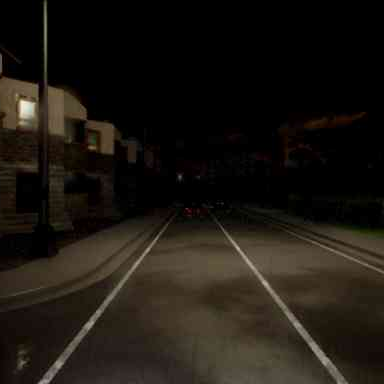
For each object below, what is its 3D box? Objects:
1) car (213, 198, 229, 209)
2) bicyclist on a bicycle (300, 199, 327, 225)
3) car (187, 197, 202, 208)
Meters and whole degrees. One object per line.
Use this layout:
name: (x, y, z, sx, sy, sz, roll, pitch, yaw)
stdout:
car: (3.718, 1.450, 43.033, 2.033, 1.411, 5.357, 0, 0, 1)
bicyclist on a bicycle: (7.467, 1.247, 20.461, 1.656, 1.620, 0.582, 0, 0, 0)
car: (0.347, 1.398, 45.873, 2.128, 1.511, 4.902, 0, 0, 2)
